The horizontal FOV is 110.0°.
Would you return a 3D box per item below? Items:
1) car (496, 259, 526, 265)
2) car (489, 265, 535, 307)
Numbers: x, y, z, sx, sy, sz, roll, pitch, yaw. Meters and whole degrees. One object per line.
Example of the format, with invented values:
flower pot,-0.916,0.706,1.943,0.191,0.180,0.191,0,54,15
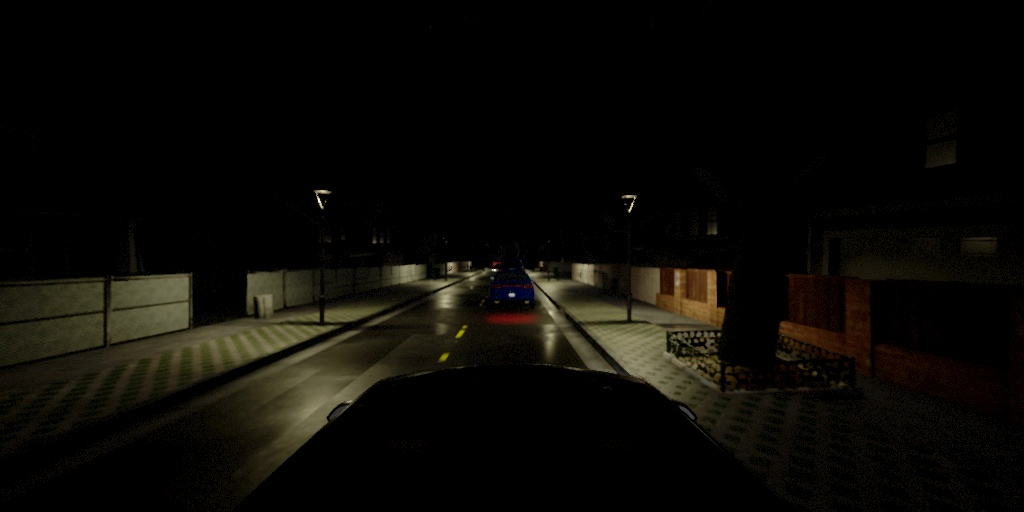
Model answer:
car,-0.002,1.275,30.877,2.150,2.045,5.566,0,-1,0
car,0.004,1.372,16.310,1.882,1.535,5.008,0,0,0
